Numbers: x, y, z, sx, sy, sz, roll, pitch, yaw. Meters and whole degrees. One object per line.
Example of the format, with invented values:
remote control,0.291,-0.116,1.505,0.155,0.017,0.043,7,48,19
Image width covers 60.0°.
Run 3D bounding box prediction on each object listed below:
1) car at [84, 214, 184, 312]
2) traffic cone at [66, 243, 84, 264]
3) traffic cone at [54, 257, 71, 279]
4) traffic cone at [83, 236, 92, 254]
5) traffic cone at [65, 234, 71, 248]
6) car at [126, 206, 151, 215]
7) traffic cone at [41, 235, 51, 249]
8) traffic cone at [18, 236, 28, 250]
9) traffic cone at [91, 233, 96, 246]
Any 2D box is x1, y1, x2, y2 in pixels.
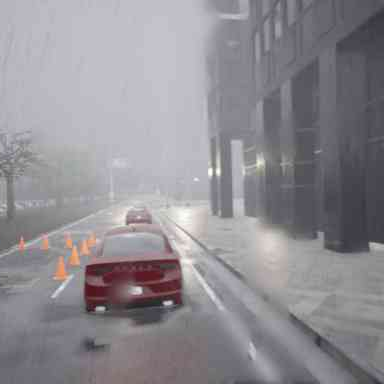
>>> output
car,-1.369,1.559,8.118,1.882,1.535,5.008,-2,0,-9
traffic cone,-3.992,2.136,11.335,0.340,0.580,0.340,-2,0,-9
traffic cone,-3.685,2.116,9.359,0.340,0.580,0.340,-2,0,-9
traffic cone,-4.300,2.155,13.311,0.340,0.580,0.340,-2,0,-9
traffic cone,-5.596,2.204,15.133,0.340,0.580,0.340,-2,0,-9
car,-4.127,1.808,25.860,1.994,1.385,4.181,-2,0,-9
traffic cone,-6.584,2.235,14.979,0.340,0.580,0.340,-2,0,-9
traffic cone,-7.571,2.265,14.825,0.340,0.580,0.340,-2,0,-9
traffic cone,-4.609,2.174,15.287,0.340,0.580,0.340,-2,0,-9
